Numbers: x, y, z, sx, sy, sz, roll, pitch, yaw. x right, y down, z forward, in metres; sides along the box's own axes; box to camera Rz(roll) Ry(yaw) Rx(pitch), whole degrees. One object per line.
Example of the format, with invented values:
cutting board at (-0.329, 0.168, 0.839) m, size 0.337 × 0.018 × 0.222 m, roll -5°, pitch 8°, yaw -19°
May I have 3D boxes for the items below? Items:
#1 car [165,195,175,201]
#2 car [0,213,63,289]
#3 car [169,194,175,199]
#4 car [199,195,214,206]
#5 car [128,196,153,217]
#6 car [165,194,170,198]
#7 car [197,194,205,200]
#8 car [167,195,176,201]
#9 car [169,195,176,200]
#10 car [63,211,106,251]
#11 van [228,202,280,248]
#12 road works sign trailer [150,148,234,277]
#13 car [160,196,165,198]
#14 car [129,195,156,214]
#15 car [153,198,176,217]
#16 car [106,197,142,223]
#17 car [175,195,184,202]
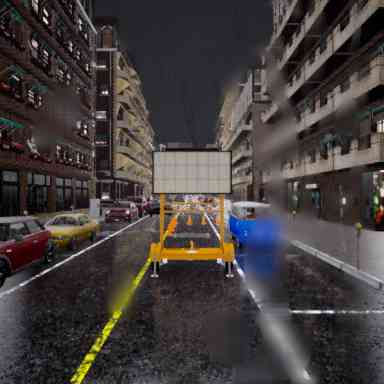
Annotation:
car at (-5.356, 1.552, 80.991) m, size 2.008 × 1.369 × 4.403 m, roll 1°, pitch 0°, yaw 0°
car at (-5.312, 1.442, 8.854) m, size 1.967 × 1.590 × 4.097 m, roll 1°, pitch 0°, yaw 0°
car at (-5.347, 1.318, 69.893) m, size 2.192 × 1.841 × 5.009 m, roll 1°, pitch 0°, yaw 0°
car at (2.542, 1.444, 53.271) m, size 1.967 × 1.590 × 4.097 m, roll 1°, pitch 0°, yaw 0°
car at (-5.324, 1.319, 31.050) m, size 2.192 × 1.841 × 5.009 m, roll 1°, pitch 0°, yaw 0°
car at (-5.343, 1.529, 58.625) m, size 1.752 × 1.417 × 4.829 m, roll 1°, pitch 0°, yaw 0°
car at (2.519, 1.440, 92.115) m, size 1.967 × 1.590 × 4.097 m, roll 1°, pitch 0°, yaw 0°
car at (-5.360, 1.567, 86.540) m, size 1.947 × 1.339 × 4.313 m, roll 1°, pitch 0°, yaw 0°
car at (-5.363, 1.582, 92.089) m, size 1.802 × 1.307 × 4.206 m, roll 1°, pitch 0°, yaw 0°
car at (-5.316, 1.527, 14.233) m, size 1.752 × 1.417 × 4.829 m, roll 1°, pitch 0°, yaw 0°
van at (2.566, 1.343, 14.427) m, size 1.690 × 1.788 × 3.998 m, roll 1°, pitch 0°, yaw 0°
road works sign trailer at (0.000, 0.466, 10.229) m, size 2.380 × 3.560 × 2.880 m, roll 0°, pitch 0°, yaw 0°
car at (-5.337, 1.586, 47.697) m, size 1.802 × 1.307 × 4.206 m, roll 1°, pitch 0°, yaw 0°
car at (-5.327, 1.319, 36.599) m, size 2.192 × 1.841 × 5.009 m, roll 1°, pitch 0°, yaw 0°
car at (-2.870, 1.567, 31.478) m, size 1.994 × 1.385 × 4.181 m, roll 0°, pitch 0°, yaw 0°
car at (-5.322, 1.443, 25.501) m, size 1.967 × 1.590 × 4.097 m, roll 1°, pitch 0°, yaw 0°
car at (-2.796, 1.354, 73.807) m, size 2.097 × 1.767 × 4.553 m, roll 0°, pitch 0°, yaw 0°
